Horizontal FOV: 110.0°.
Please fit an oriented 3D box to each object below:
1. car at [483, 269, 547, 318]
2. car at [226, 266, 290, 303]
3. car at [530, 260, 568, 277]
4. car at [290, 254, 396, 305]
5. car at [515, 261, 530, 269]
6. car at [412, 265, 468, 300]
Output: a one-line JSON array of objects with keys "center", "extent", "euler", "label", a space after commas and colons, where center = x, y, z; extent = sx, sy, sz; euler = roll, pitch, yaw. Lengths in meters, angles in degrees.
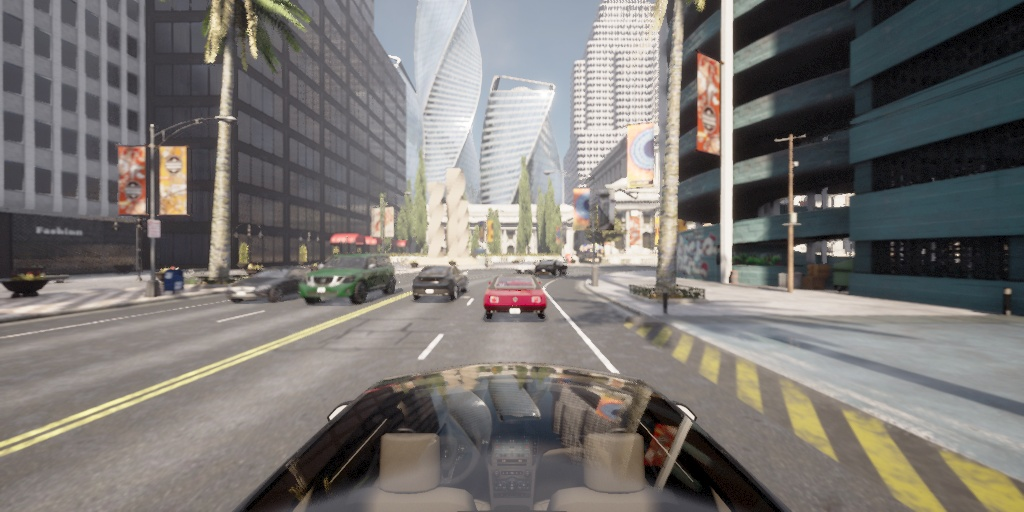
[{"center": [0.102, 1.296, 12.660], "extent": [1.895, 1.301, 4.718], "euler": [0, 0, 0], "label": "car"}, {"center": [-10.489, 1.202, 16.295], "extent": [1.812, 1.442, 4.674], "euler": [0, 0, 1], "label": "car"}, {"center": [3.685, 1.072, 32.554], "extent": [1.882, 1.535, 5.008], "euler": [0, 0, 24], "label": "car"}, {"center": [-7.011, 0.901, 16.062], "extent": [2.150, 2.045, 5.566], "euler": [0, 0, 1], "label": "car"}, {"center": [2.196, 1.172, 37.176], "extent": [1.895, 1.301, 4.718], "euler": [0, 0, 30], "label": "car"}, {"center": [-3.311, 1.179, 17.223], "extent": [1.837, 1.490, 4.892], "euler": [0, 1, 2], "label": "car"}]
